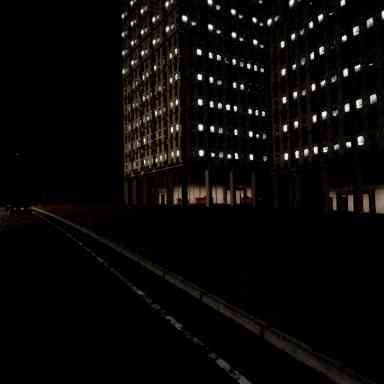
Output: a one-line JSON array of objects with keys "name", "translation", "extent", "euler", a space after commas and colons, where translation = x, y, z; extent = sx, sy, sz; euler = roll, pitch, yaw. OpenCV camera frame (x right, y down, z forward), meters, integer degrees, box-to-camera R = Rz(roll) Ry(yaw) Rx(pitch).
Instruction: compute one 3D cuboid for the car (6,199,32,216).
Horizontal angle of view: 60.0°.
[{"name": "car", "translation": [-17.372, 1.625, 33.678], "extent": [2.033, 1.411, 5.357], "euler": [0, 0, -31]}]
